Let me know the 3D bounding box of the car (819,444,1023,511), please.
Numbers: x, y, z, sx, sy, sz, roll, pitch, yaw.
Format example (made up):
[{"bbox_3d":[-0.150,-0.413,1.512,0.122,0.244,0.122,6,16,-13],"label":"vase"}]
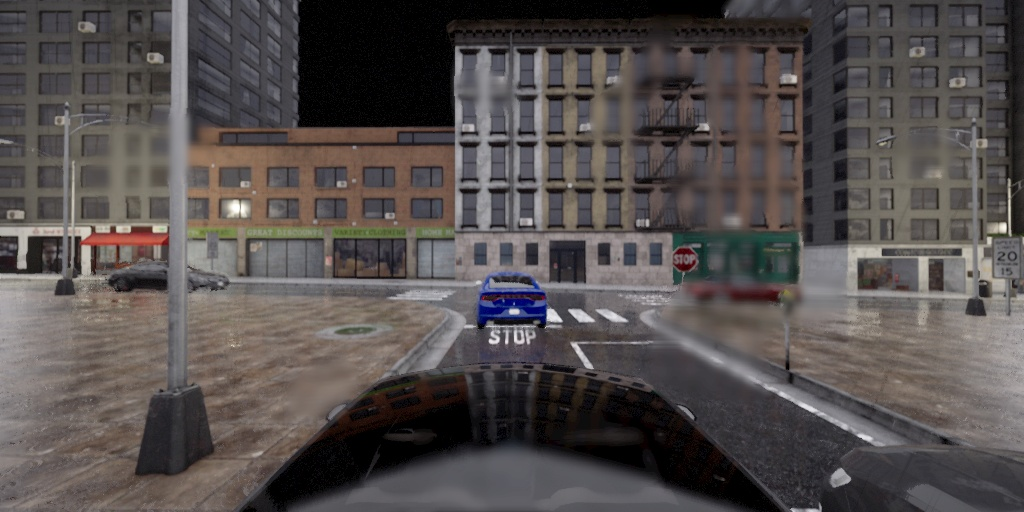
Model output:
[{"bbox_3d":[2.632,1.302,0.302,2.007,1.370,4.403,0,0,0],"label":"car"}]

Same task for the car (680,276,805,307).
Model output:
[{"bbox_3d":[10.445,1.583,16.402,4.718,1.301,1.895,1,0,0],"label":"car"}]

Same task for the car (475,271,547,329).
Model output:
[{"bbox_3d":[-0.127,1.224,11.359,1.882,1.535,5.008,0,0,-4],"label":"car"}]

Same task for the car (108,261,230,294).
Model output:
[{"bbox_3d":[-15.823,0.974,16.631,4.674,1.442,1.812,1,0,0],"label":"car"}]
